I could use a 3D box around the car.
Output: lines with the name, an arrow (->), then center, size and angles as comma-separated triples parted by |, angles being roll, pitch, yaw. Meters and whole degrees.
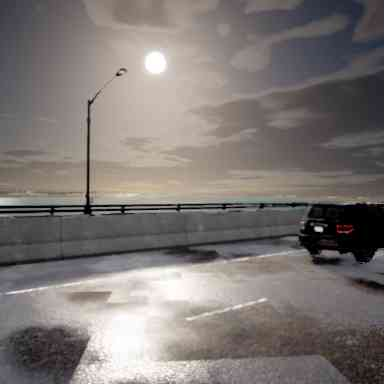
car -> 6.468, 1.365, 12.736 | 5.566, 2.045, 2.150 | 0, 0, -35
